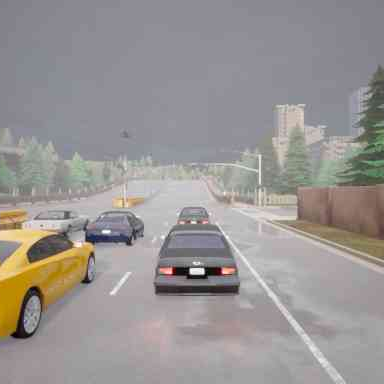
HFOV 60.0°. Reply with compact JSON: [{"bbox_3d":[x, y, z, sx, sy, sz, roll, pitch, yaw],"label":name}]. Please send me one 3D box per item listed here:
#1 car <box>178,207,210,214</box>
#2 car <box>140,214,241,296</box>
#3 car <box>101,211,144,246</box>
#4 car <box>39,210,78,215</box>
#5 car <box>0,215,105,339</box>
[{"bbox_3d":[0.106,1.547,18.872,2.033,1.411,5.357,0,0,1],"label":"car"},{"bbox_3d":[0.092,1.547,8.806,2.033,1.411,5.357,0,0,0],"label":"car"},{"bbox_3d":[-3.419,1.564,15.353,1.994,1.385,4.181,0,0,0],"label":"car"},{"bbox_3d":[-6.916,1.601,17.582,1.895,1.301,4.718,0,0,0],"label":"car"},{"bbox_3d":[-3.406,1.478,6.596,1.882,1.535,5.008,0,0,0],"label":"car"}]
